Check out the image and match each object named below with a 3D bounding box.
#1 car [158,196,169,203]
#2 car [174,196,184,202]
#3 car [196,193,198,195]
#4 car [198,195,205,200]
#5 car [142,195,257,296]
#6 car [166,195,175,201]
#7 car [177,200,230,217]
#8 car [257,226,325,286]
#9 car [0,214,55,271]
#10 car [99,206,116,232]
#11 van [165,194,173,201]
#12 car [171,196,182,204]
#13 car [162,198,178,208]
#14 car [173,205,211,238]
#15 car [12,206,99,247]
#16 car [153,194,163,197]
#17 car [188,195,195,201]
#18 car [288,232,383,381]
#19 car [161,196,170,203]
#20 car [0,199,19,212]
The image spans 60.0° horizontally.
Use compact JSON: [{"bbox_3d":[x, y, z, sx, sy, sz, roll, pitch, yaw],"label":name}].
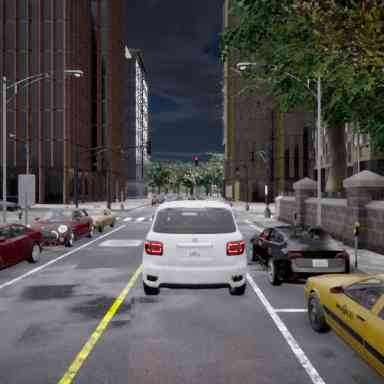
[{"bbox_3d":[-5.802,1.602,68.418,1.802,1.307,4.206,0,0,0],"label":"car"},{"bbox_3d":[-3.044,1.559,77.315,2.033,1.411,5.357,0,0,0],"label":"car"},{"bbox_3d":[-0.045,1.551,78.675,1.812,1.442,4.674,0,0,0],"label":"car"},{"bbox_3d":[2.707,1.564,95.781,1.752,1.417,4.829,0,0,0],"label":"car"},{"bbox_3d":[0.061,1.222,8.819,2.150,2.045,5.566,0,0,0],"label":"car"},{"bbox_3d":[-5.815,1.585,90.169,2.008,1.369,4.403,0,0,0],"label":"car"},{"bbox_3d":[1.147,1.558,31.833,4.892,1.490,1.837,1,-2,-32],"label":"car"},{"bbox_3d":[2.756,1.566,9.228,1.947,1.339,4.313,0,0,0],"label":"car"},{"bbox_3d":[-5.770,1.545,9.221,1.887,1.381,4.507,0,0,0],"label":"car"},{"bbox_3d":[-5.776,1.527,19.965,1.752,1.417,4.829,0,0,0],"label":"car"},{"bbox_3d":[-5.812,1.372,84.731,1.690,1.788,3.998,0,0,0],"label":"van"},{"bbox_3d":[-3.060,1.583,66.976,1.994,1.385,4.181,0,0,1],"label":"car"},{"bbox_3d":[-3.123,1.574,48.106,1.994,1.385,4.181,0,0,0],"label":"car"},{"bbox_3d":[0.013,1.527,18.464,1.812,1.442,4.674,0,0,1],"label":"car"},{"bbox_3d":[-5.773,1.441,14.679,1.967,1.590,4.097,0,0,0],"label":"car"},{"bbox_3d":[-5.797,1.329,57.543,2.192,1.841,5.009,0,0,0],"label":"car"},{"bbox_3d":[-0.050,1.534,88.581,1.837,1.490,4.892,0,0,0],"label":"car"},{"bbox_3d":[2.758,1.525,3.941,1.752,1.417,4.829,0,0,0],"label":"car"},{"bbox_3d":[-5.805,1.549,73.686,1.752,1.417,4.829,0,0,0],"label":"car"},{"bbox_3d":[-19.189,1.203,31.530,5.357,1.411,2.033,1,0,-5],"label":"car"}]
